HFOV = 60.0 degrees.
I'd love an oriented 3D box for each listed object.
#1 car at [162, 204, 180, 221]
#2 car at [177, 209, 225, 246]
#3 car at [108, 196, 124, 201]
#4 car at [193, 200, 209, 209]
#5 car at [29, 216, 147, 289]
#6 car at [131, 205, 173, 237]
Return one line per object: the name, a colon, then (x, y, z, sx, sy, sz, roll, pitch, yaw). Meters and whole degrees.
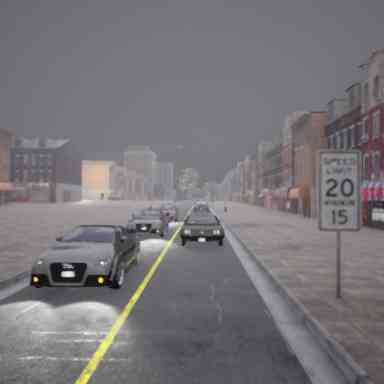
car: (-2.084, 1.722, 28.586, 1.994, 1.385, 4.181, 0, 0, 2)
car: (0.480, 1.706, 16.000, 1.895, 1.301, 4.718, 0, 0, 1)
car: (-20.821, 1.749, 91.209, 4.507, 1.381, 1.887, 1, -2, 2)
car: (1.172, 1.782, 41.542, 1.812, 1.442, 4.674, 0, 0, 2)
car: (-2.648, 1.601, 9.178, 1.994, 1.385, 4.181, 0, 0, 1)
car: (-2.380, 1.662, 18.736, 1.994, 1.385, 4.181, 0, 0, 1)
